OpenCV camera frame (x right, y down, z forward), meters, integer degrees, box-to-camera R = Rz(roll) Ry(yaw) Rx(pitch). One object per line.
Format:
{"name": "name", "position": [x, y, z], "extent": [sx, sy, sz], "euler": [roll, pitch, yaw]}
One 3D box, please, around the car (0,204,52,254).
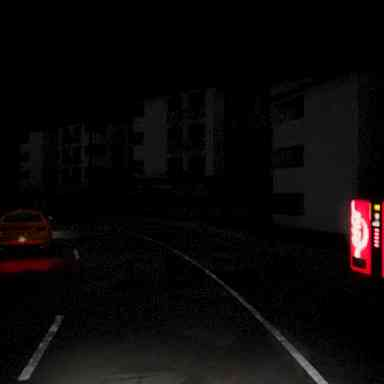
{"name": "car", "position": [-6.836, 1.473, 13.585], "extent": [1.882, 1.535, 5.008], "euler": [0, 0, -25]}

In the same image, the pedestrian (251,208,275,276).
{"name": "pedestrian", "position": [1.876, 1.290, 8.809], "extent": [0.375, 1.860, 0.375], "euler": [0, 0, -14]}

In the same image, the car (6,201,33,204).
{"name": "car", "position": [-14.878, 1.496, 28.320], "extent": [4.892, 1.490, 1.837], "euler": [1, 0, 40]}

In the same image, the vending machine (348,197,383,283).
{"name": "vending machine", "position": [4.858, 1.192, 8.705], "extent": [1.100, 2.100, 0.880], "euler": [0, 0, -13]}
